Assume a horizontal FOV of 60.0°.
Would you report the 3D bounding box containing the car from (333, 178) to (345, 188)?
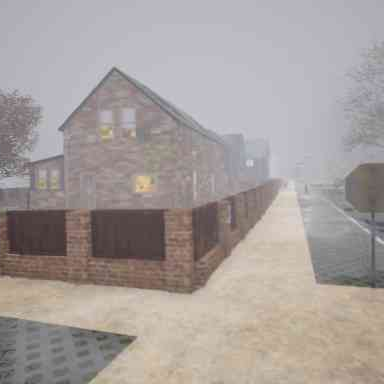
[{"bbox_3d":[22.640,-1.363,50.220,1.812,1.442,4.674,0,3,16],"label":"car"}]
